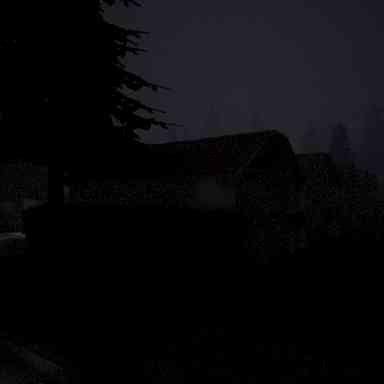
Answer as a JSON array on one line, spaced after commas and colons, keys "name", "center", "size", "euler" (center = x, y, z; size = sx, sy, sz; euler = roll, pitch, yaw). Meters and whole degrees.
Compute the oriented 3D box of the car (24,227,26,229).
[{"name": "car", "center": [-9.459, 1.864, 23.774], "size": [2.097, 1.767, 4.553], "euler": [-1, -1, 36]}]
